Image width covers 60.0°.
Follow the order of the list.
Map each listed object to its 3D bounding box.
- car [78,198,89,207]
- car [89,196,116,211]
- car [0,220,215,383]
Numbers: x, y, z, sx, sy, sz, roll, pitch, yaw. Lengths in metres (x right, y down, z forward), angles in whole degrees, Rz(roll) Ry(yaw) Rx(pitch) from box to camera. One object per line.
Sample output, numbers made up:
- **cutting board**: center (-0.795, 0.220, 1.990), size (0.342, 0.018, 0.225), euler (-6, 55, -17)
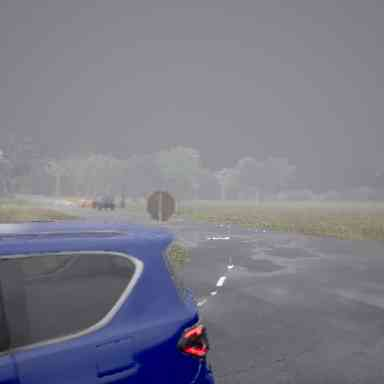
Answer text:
- **car**: center (-18.110, 1.720, 57.236), size (2.097, 1.767, 4.553), euler (2, -1, -31)
- **car**: center (-12.825, 1.609, 48.327), size (2.150, 2.045, 5.566), euler (2, -1, -31)
- **car**: center (-2.486, 1.273, 1.995), size (5.566, 2.045, 2.150), euler (1, -1, -31)
